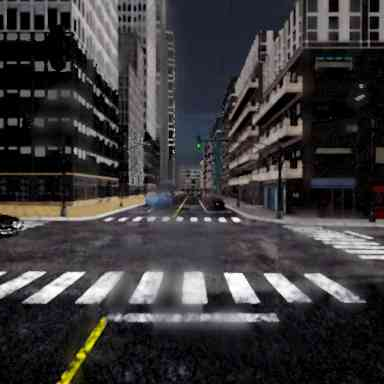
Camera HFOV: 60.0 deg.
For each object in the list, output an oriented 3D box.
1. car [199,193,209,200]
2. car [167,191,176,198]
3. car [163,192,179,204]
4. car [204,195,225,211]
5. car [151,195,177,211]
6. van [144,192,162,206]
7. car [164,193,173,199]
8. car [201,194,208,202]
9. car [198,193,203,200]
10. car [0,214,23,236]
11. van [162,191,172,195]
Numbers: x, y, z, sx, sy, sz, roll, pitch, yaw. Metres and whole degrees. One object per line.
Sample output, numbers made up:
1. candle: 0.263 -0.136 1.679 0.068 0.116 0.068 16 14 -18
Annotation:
1. car: 2.693 1.044 75.362 1.887 1.381 4.507 0 0 0
2. car: -5.687 0.705 92.324 2.192 1.841 5.009 0 0 0
3. car: -3.055 1.190 53.111 2.033 1.411 5.357 0 0 0
4. car: 2.691 1.314 37.125 1.947 1.339 4.313 0 0 0
5. car: -3.085 1.347 37.334 1.895 1.301 4.718 0 0 0
6. van: -5.690 1.023 47.090 1.690 1.788 3.998 0 0 0
7. car: -5.687 1.013 81.017 2.008 1.369 4.403 0 0 0
8. car: 2.691 1.227 47.092 1.887 1.381 4.507 0 0 0
9. car: 2.692 1.123 64.055 2.008 1.369 4.403 0 0 0
10. car: -10.226 1.272 14.930 4.892 1.490 1.837 1 1 -1
11. van: -5.688 0.876 69.707 1.690 1.788 3.998 0 0 0
